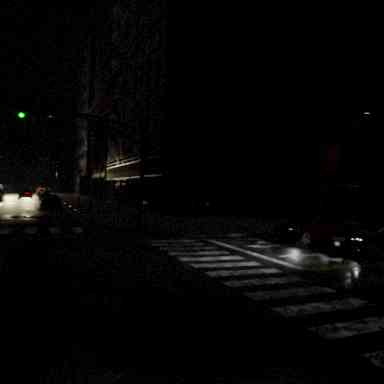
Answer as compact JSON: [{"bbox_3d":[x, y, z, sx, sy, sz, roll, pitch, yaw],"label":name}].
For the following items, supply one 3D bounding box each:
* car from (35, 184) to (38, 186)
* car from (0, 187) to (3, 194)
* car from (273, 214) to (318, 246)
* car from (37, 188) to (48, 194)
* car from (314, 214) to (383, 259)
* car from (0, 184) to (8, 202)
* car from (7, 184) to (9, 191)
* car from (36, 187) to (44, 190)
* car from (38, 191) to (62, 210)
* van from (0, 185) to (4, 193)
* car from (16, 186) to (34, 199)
[{"bbox_3d":[-37.286,-0.480,82.094,1.967,1.590,4.097,3,0,-25],"label":"car"},{"bbox_3d":[-40.164,-0.403,68.234,1.887,1.381,4.507,3,0,-25],"label":"car"},{"bbox_3d":[6.595,1.893,17.520,5.008,1.535,1.882,3,0,-25],"label":"car"},{"bbox_3d":[-20.402,0.552,46.352,1.802,1.307,4.206,2,0,-25],"label":"car"},{"bbox_3d":[8.157,1.968,14.667,4.902,1.511,2.128,3,0,-26],"label":"car"},{"bbox_3d":[-23.326,0.245,39.136,2.097,1.767,4.553,2,0,-25],"label":"car"},{"bbox_3d":[-44.991,-0.639,78.445,1.947,1.339,4.313,3,0,-25],"label":"car"},{"bbox_3d":[-25.226,0.265,56.565,1.887,1.381,4.507,3,0,-25],"label":"car"},{"bbox_3d":[-13.161,0.900,31.033,1.947,1.339,4.313,2,0,-25],"label":"car"},{"bbox_3d":[-42.568,-0.735,73.339,1.690,1.788,3.998,3,0,-25],"label":"van"},{"bbox_3d":[-24.934,0.276,49.934,1.837,1.490,4.892,2,1,-25],"label":"car"}]
